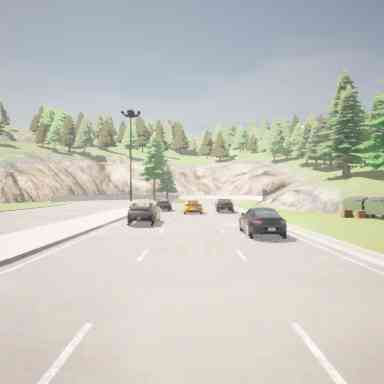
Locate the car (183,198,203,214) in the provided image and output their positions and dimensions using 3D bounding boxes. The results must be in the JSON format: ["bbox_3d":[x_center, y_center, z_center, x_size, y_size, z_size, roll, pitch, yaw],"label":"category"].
[{"bbox_3d":[0.097,1.478,34.685,1.882,1.535,5.008,0,0,0],"label":"car"}]

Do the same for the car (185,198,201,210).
[{"bbox_3d":[0.139,1.547,44.512,2.033,1.411,5.357,0,0,1],"label":"car"}]

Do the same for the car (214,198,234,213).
[{"bbox_3d":[3.602,1.504,37.454,1.837,1.490,4.892,0,0,0],"label":"car"}]

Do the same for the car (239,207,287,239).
[{"bbox_3d":[3.601,1.526,17.308,1.812,1.442,4.674,0,0,0],"label":"car"}]

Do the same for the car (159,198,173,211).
[{"bbox_3d":[-3.394,1.491,40.400,2.128,1.511,4.902,0,0,0],"label":"car"}]

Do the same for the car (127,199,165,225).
[{"bbox_3d":[-3.399,1.491,23.816,2.128,1.511,4.902,0,0,0],"label":"car"}]
